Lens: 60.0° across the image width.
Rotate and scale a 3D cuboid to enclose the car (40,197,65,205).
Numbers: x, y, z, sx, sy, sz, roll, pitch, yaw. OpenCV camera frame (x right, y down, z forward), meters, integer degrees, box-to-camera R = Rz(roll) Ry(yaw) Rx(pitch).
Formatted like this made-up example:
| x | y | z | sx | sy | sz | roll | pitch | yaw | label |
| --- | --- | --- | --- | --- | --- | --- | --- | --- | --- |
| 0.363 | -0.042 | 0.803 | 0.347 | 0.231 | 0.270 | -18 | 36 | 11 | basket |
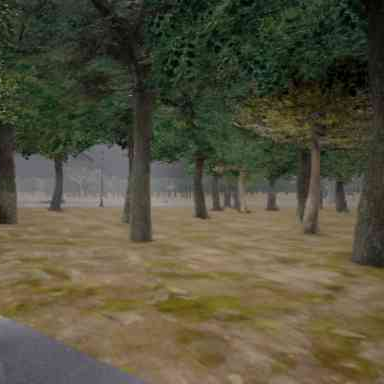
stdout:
| x | y | z | sx | sy | sz | roll | pitch | yaw | label |
| --- | --- | --- | --- | --- | --- | --- | --- | --- | --- |
| -27.865 | 1.761 | 66.433 | 1.837 | 1.490 | 4.892 | 1 | -1 | 37 | car |
